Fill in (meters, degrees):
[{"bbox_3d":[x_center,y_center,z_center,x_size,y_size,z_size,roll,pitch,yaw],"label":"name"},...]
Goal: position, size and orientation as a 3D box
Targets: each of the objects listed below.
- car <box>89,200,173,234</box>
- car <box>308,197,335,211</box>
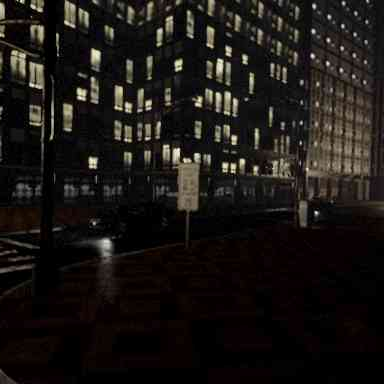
[{"bbox_3d":[-3.047,1.206,17.476,1.837,1.490,4.892,2,2,39],"label":"car"},{"bbox_3d":[13.943,1.269,36.570,2.033,1.411,5.357,3,2,45],"label":"car"}]
